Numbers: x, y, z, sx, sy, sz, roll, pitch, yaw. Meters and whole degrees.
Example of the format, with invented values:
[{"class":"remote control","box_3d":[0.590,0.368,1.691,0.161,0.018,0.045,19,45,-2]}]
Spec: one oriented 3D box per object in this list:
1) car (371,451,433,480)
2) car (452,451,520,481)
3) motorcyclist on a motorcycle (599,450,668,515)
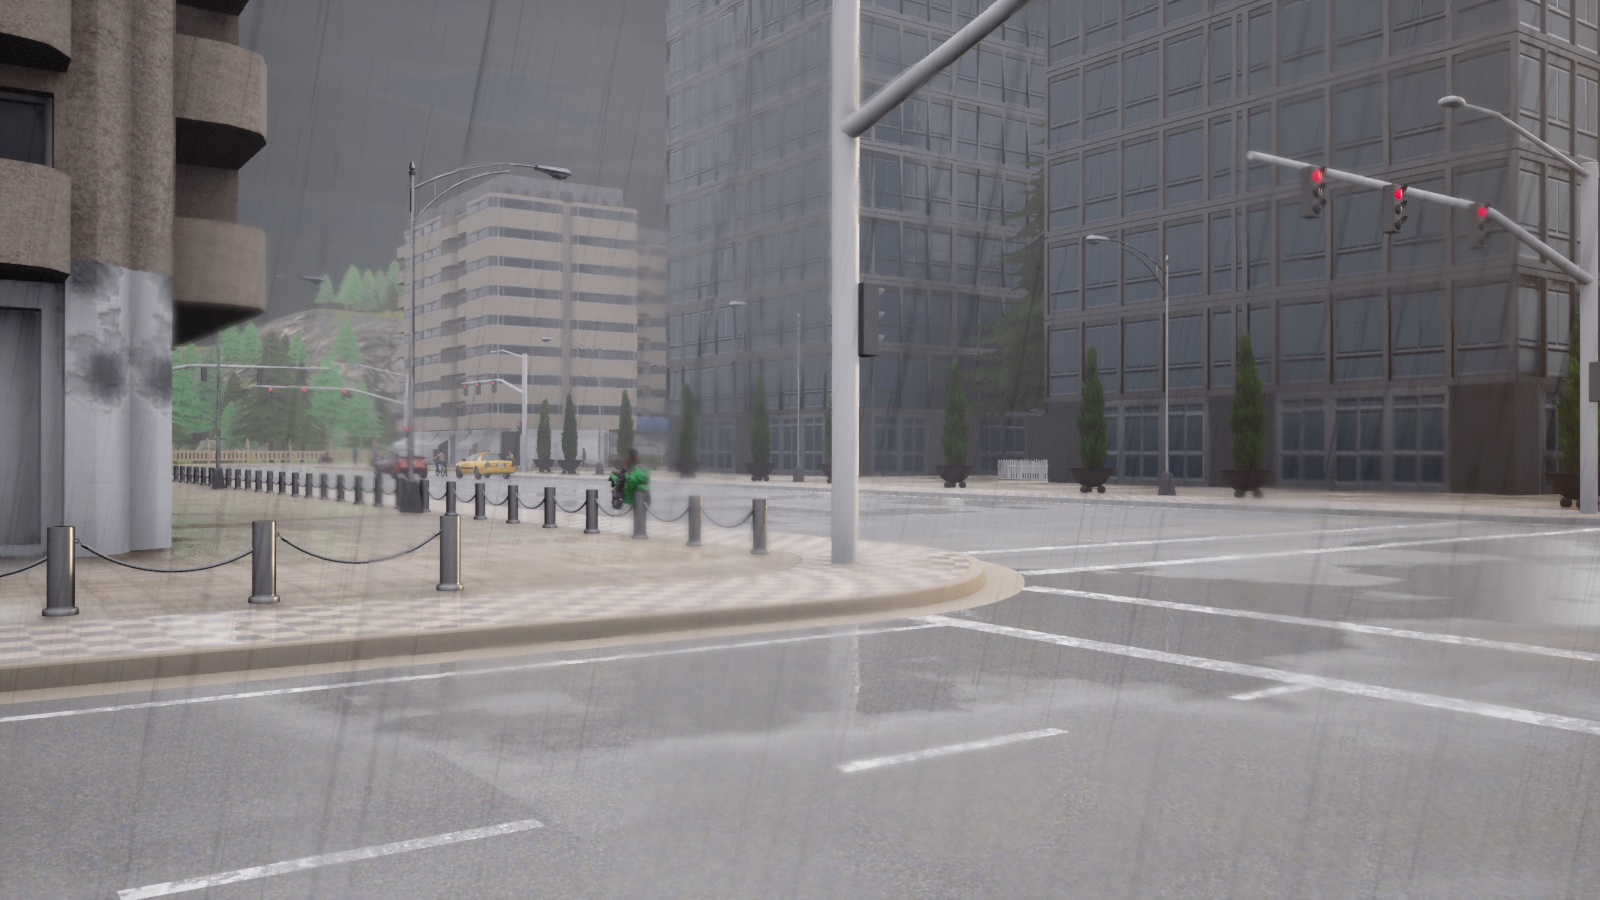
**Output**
[{"class":"car","box_3d":[-21.780,0.850,68.660,2.007,1.525,4.514,0,0,-34]},{"class":"car","box_3d":[-17.047,0.831,67.935,1.801,1.575,5.366,0,0,-34]},{"class":"motorcyclist on a motorcycle","box_3d":[-4.026,0.754,30.255,0.797,1.523,2.044,0,0,-34]}]
